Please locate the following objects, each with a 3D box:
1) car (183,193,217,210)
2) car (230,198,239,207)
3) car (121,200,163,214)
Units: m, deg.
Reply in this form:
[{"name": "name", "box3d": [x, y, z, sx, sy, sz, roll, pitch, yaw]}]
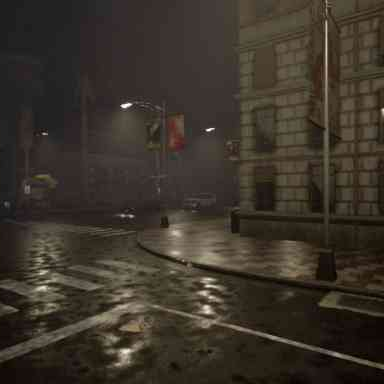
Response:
[{"name": "car", "box3d": [1.092, 1.222, 43.890, 2.150, 2.045, 5.566, 0, 0, 37]}, {"name": "car", "box3d": [7.922, 1.478, 51.655, 5.008, 1.535, 1.882, 0, 0, -43]}, {"name": "car", "box3d": [-5.027, 1.547, 35.640, 2.033, 1.411, 5.357, 0, 0, 36]}]
